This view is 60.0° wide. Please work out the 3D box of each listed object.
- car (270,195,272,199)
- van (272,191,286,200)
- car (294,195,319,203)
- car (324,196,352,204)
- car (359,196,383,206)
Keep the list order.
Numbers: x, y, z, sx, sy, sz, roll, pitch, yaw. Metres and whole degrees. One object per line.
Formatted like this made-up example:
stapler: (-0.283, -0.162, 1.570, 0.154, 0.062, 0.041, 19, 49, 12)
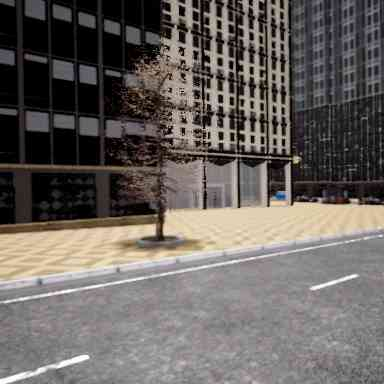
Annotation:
car: (16.428, 0.945, 75.575, 1.802, 1.307, 4.206, -1, 1, -36)
van: (19.747, 0.747, 70.960, 1.690, 1.788, 3.998, -1, 1, -36)
car: (19.546, 1.220, 56.813, 1.947, 1.339, 4.313, -1, 1, -36)
car: (22.820, 1.279, 52.168, 1.802, 1.307, 4.206, -1, 1, -36)
car: (26.127, 1.306, 47.543, 1.947, 1.339, 4.313, -1, 1, -36)
